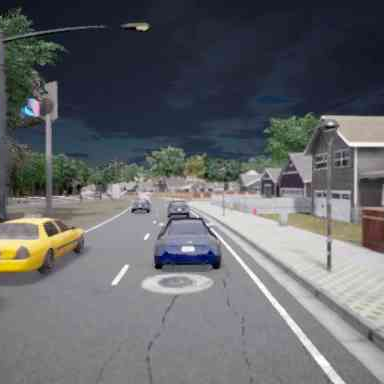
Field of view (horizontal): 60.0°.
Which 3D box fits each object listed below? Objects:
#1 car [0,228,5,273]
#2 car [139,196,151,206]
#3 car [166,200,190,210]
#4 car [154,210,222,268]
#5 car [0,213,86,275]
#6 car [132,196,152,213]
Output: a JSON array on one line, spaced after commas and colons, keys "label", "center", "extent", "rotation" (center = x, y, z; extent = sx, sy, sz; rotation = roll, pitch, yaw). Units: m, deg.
[{"label": "car", "center": [-4.588, 1.501, 4.053], "extent": [1.837, 1.490, 4.892], "rotation": [0, 0, -1]}, {"label": "car", "center": [-7.034, 1.300, 49.654], "extent": [1.812, 1.442, 4.674], "rotation": [0, 1, -8]}, {"label": "car", "center": [-1.192, 1.419, 28.538], "extent": [2.033, 1.411, 5.357], "rotation": [0, 0, -5]}, {"label": "car", "center": [-0.179, 1.516, 11.072], "extent": [1.994, 1.385, 4.181], "rotation": [0, 0, -2]}, {"label": "car", "center": [-4.751, 1.425, 10.253], "extent": [1.801, 1.575, 5.366], "rotation": [0, 0, -2]}, {"label": "car", "center": [-5.350, 1.400, 35.269], "extent": [2.033, 1.411, 5.357], "rotation": [0, 0, -5]}]
